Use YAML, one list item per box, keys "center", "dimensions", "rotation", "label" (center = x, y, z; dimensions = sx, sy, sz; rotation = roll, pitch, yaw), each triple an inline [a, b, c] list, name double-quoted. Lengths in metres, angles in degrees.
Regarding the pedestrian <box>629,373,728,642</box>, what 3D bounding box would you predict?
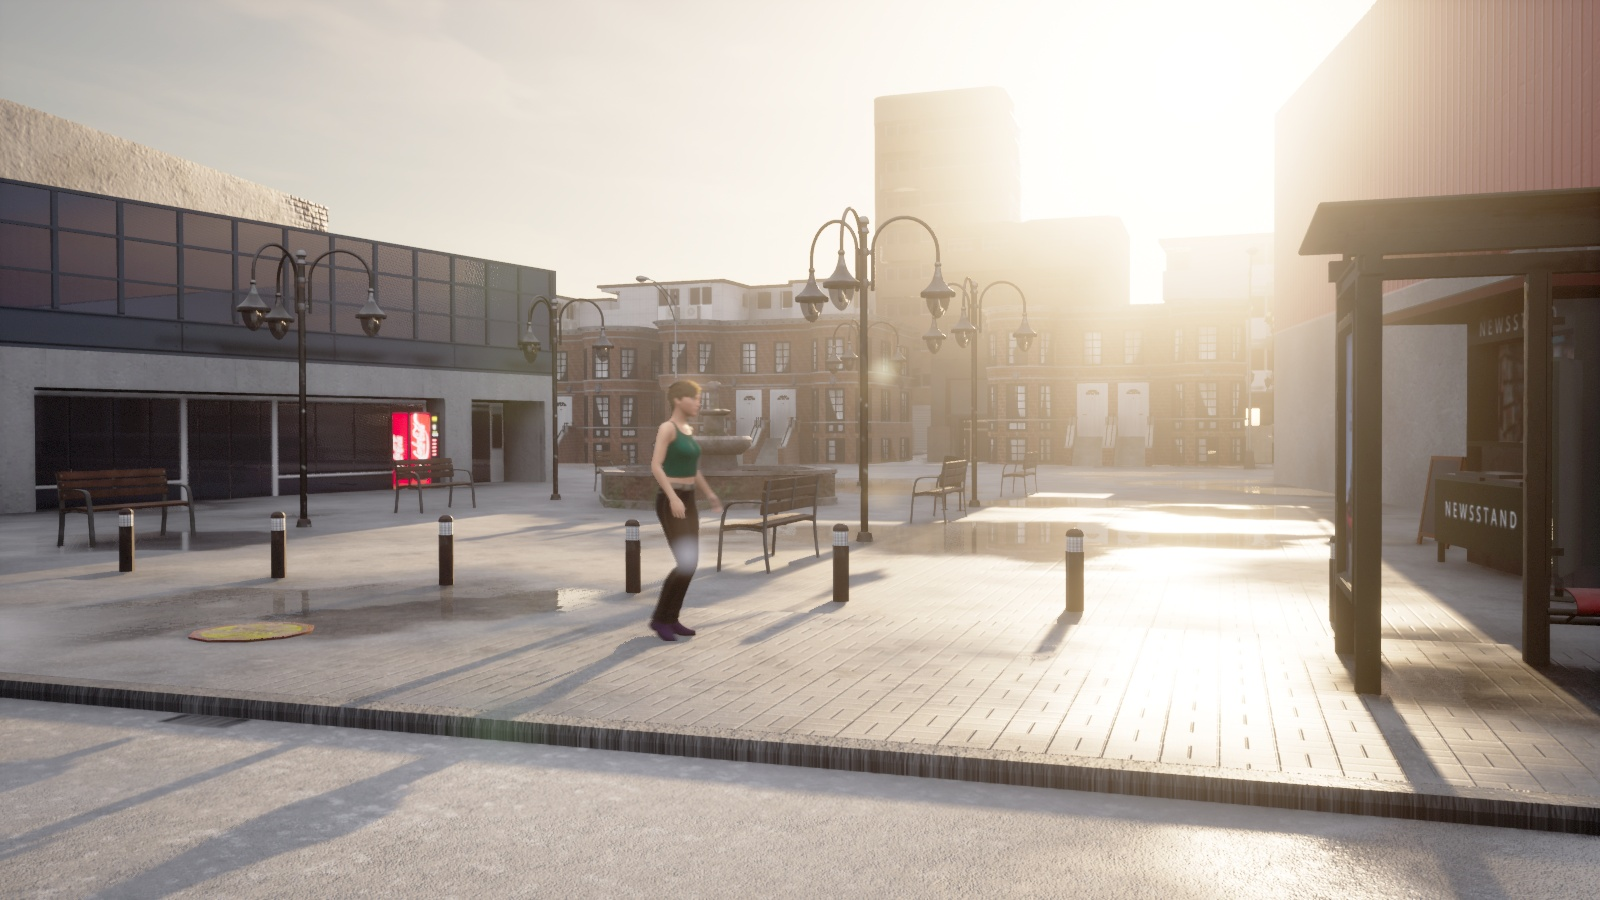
- center: [-0.855, 0.388, 8.821]
  dimensions: [0.594, 1.836, 0.345]
  rotation: [1, 1, 24]
  label: "pedestrian"
